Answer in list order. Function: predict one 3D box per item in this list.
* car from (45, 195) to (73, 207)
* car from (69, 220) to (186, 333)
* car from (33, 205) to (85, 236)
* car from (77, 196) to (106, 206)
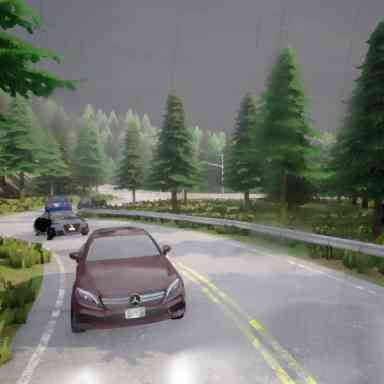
[{"bbox_3d":[-12.889,1.326,32.236,2.150,2.045,5.566,-1,0,-18],"label":"car"},{"bbox_3d":[-1.527,1.523,7.103,1.812,1.442,4.674,-2,0,-17],"label":"car"},{"bbox_3d":[-7.110,1.663,17.895,1.994,1.385,4.181,-4,2,-38],"label":"car"},{"bbox_3d":[-12.753,1.289,42.828,2.097,1.767,4.553,2,2,13],"label":"car"}]
